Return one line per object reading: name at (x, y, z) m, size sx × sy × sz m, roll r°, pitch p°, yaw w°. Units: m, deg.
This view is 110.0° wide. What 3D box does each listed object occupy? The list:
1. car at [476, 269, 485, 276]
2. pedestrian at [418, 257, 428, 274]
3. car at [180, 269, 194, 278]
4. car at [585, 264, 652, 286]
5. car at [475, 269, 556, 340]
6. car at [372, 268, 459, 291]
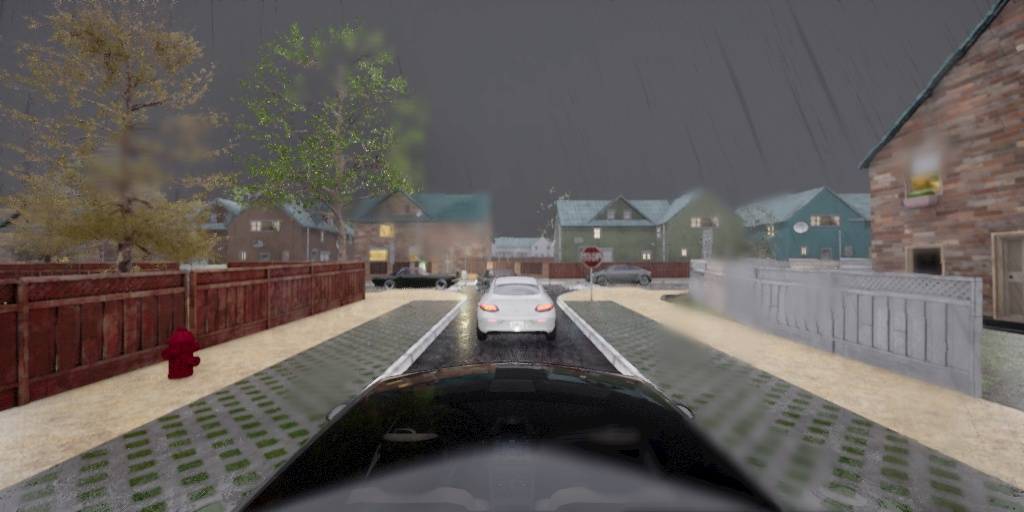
car at (-0.762, 1.287, 18.538) m, size 1.895 × 1.301 × 4.718 m, roll 0°, pitch 0°, yaw -12°
pedestrian at (-6.709, 1.001, 26.805) m, size 0.375 × 1.860 × 0.375 m, roll 0°, pitch -1°, yaw 1°
car at (-18.610, 1.426, 21.094) m, size 4.181 × 1.385 × 1.994 m, roll -1°, pitch -1°, yaw 1°
car at (6.982, 1.237, 23.713) m, size 4.181 × 1.385 × 1.994 m, roll 0°, pitch -1°, yaw 0°
car at (0.100, 1.242, 9.720) m, size 1.812 × 1.442 × 4.674 m, roll 0°, pitch 0°, yaw 0°
car at (-5.488, 1.326, 20.922) m, size 4.718 × 1.301 × 1.895 m, roll -1°, pitch -1°, yaw 1°
